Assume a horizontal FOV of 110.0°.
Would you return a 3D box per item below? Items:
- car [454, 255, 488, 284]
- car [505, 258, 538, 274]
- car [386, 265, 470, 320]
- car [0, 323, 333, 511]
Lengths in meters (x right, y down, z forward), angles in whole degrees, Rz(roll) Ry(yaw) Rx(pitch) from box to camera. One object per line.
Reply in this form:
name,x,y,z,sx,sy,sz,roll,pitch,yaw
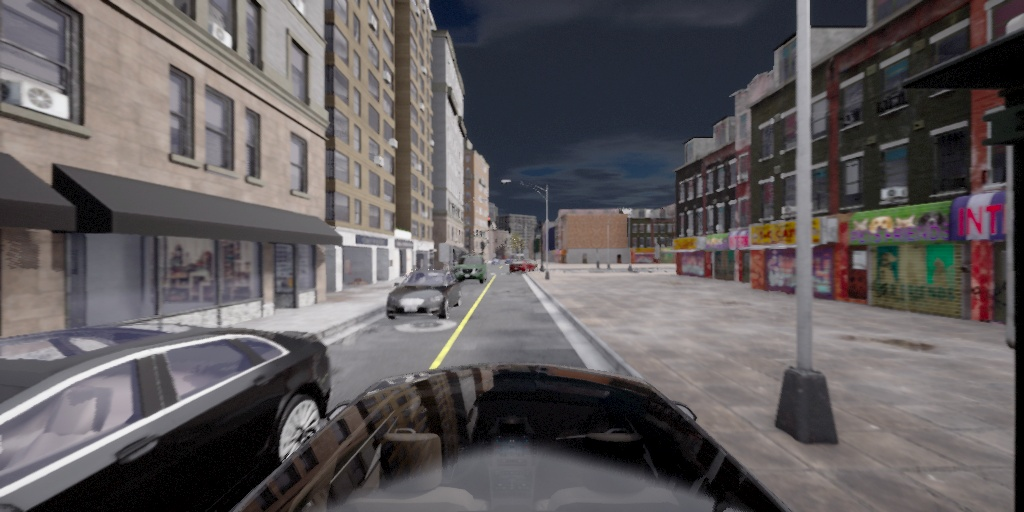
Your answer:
car,-3.069,0.978,27.383,2.150,2.045,5.566,0,1,0
car,1.415,1.217,41.895,1.882,1.535,5.008,-1,0,24
car,-2.943,1.254,12.796,2.128,1.511,4.902,0,0,-1
car,-2.835,1.256,1.913,2.128,1.511,4.902,0,0,-1
